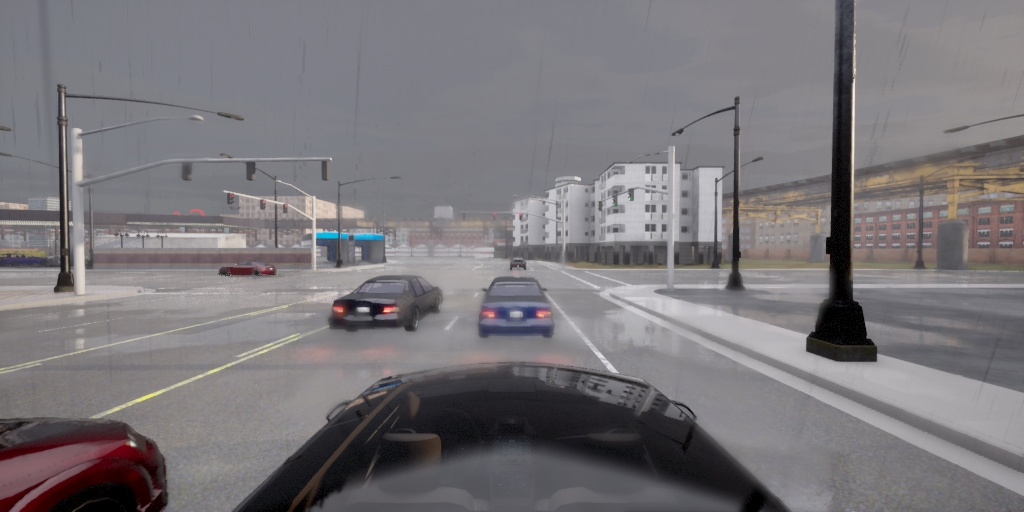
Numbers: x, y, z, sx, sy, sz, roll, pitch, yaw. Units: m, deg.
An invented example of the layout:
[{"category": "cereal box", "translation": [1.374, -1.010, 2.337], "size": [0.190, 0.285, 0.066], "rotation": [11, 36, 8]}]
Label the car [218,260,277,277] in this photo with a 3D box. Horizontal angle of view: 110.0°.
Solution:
[{"category": "car", "translation": [-22.852, 1.083, 31.056], "size": [4.181, 1.385, 1.994], "rotation": [0, 1, 1]}]

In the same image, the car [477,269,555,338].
[{"category": "car", "translation": [0.091, 1.279, 10.140], "size": [2.033, 1.411, 5.357], "rotation": [0, 0, 0]}]

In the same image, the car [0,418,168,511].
[{"category": "car", "translation": [-3.395, 1.313, 0.745], "size": [1.994, 1.385, 4.181], "rotation": [0, 0, 0]}]

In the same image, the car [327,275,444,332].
[{"category": "car", "translation": [-3.405, 1.273, 10.742], "size": [2.033, 1.411, 5.357], "rotation": [0, 0, 0]}]

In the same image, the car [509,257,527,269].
[{"category": "car", "translation": [0.704, 0.826, 42.843], "size": [1.837, 1.490, 4.892], "rotation": [0, 1, 0]}]
